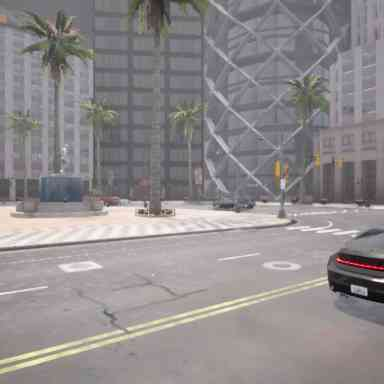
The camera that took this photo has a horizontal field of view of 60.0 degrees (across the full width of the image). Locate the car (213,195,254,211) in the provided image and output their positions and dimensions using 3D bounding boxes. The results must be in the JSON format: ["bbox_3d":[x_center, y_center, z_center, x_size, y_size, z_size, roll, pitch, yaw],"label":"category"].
[{"bbox_3d":[4.662,1.489,40.540,2.128,1.511,4.902,0,0,-42],"label":"car"}]

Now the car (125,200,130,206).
[{"bbox_3d":[-12.446,1.525,54.595,4.674,1.442,1.812,0,0,9],"label":"car"}]

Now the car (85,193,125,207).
[{"bbox_3d":[-13.860,1.223,51.372,5.566,2.045,2.150,0,0,7],"label":"car"}]

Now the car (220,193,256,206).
[{"bbox_3d":[5.916,1.221,44.518,2.150,2.045,5.566,0,0,-43],"label":"car"}]

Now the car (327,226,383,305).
[{"bbox_3d":[4.956,1.505,7.331,4.892,1.490,1.837,0,0,-35],"label":"car"}]
